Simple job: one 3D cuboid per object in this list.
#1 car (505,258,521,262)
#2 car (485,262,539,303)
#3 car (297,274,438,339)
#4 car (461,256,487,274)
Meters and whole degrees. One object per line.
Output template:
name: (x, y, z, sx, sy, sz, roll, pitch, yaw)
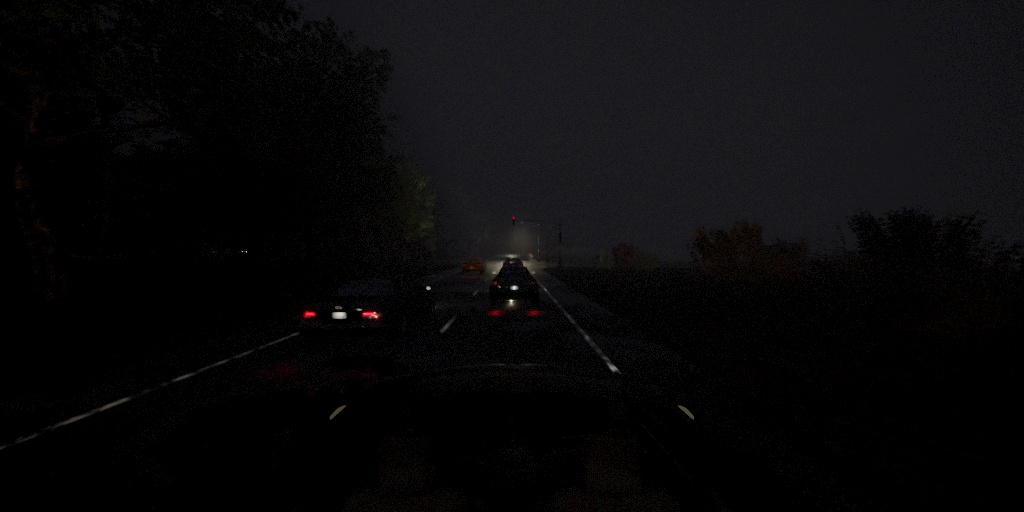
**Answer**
car: (0.091, 0.858, 32.531, 2.033, 1.411, 5.357, 0, 1, 0)
car: (0.089, 1.121, 15.295, 1.994, 1.385, 4.181, 0, 1, 0)
car: (-3.416, 1.186, 9.611, 2.033, 1.411, 5.357, 0, 1, 0)
car: (-3.411, 0.785, 32.695, 1.882, 1.535, 5.008, 0, 1, 0)
